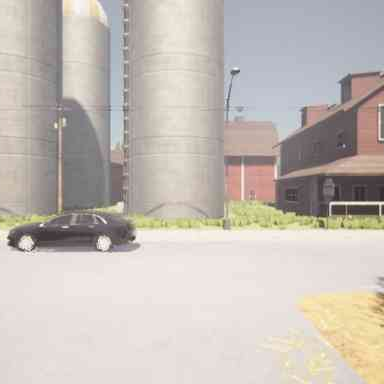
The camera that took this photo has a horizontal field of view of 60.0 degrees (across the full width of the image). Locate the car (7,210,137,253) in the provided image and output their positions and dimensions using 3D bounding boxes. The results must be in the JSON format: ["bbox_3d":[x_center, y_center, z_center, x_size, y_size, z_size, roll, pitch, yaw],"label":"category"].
[{"bbox_3d":[-4.648,1.504,13.161,4.892,1.490,1.837,0,0,0],"label":"car"}]
